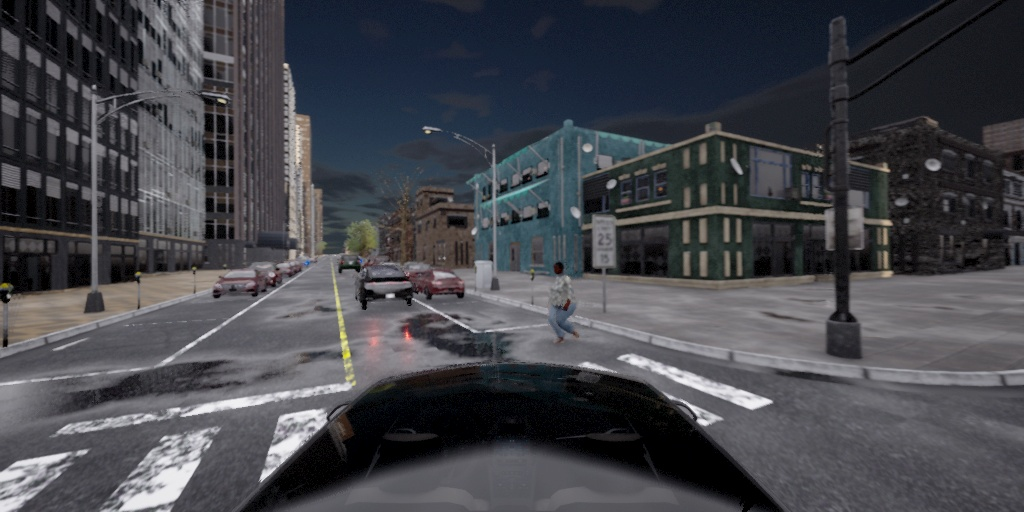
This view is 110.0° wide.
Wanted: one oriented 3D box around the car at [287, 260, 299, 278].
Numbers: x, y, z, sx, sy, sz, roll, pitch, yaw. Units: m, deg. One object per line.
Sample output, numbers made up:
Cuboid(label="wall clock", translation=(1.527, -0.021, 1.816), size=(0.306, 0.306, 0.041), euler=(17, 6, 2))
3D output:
Cuboid(label="car", translation=(-20.947, 1.257, 32.782), size=(1.802, 1.307, 4.207), euler=(0, 0, -27))

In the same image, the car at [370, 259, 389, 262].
Cuboid(label="car", translation=(-10.965, 1.182, 31.613), size=(2.007, 1.370, 4.403), euler=(0, 0, -27))

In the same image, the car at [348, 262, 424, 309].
Cuboid(label="car", translation=(-5.320, 1.165, 14.639), size=(2.128, 1.511, 4.902), euler=(0, 0, -27))

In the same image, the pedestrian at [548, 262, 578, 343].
Cuboid(label="pedestrian", translation=(1.094, 0.962, 7.738), size=(0.375, 1.860, 0.375), euler=(0, -1, -27))

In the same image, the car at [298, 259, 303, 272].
Cuboid(label="car", translation=(-23.450, 1.246, 37.735), size=(1.802, 1.307, 4.207), euler=(0, 0, -27))

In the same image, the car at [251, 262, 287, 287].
Cuboid(label="car", translation=(-15.943, 1.134, 22.883), size=(1.967, 1.591, 4.097), euler=(0, 0, -27))

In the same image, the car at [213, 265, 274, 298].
Cuboid(label="car", translation=(-13.442, 1.284, 17.933), size=(1.802, 1.307, 4.207), euler=(0, 0, -27))

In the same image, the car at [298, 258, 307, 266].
Cuboid(label="car", translation=(-25.952, 1.196, 42.685), size=(1.888, 1.381, 4.507), euler=(0, 0, -27))

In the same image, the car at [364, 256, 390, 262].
Cuboid(label="car", translation=(-13.467, 0.936, 36.563), size=(2.192, 1.841, 5.009), euler=(0, 0, -27))

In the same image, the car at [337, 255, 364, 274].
Cuboid(label="car", translation=(-18.309, 0.850, 40.358), size=(2.150, 2.045, 5.566), euler=(0, 0, -27))

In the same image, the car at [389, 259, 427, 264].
Cuboid(label="car", translation=(-5.962, 1.088, 21.714), size=(1.967, 1.591, 4.097), euler=(0, 0, -27))

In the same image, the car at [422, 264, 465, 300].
Cuboid(label="car", translation=(-3.460, 1.238, 16.761), size=(1.802, 1.307, 4.207), euler=(0, 0, -27))
